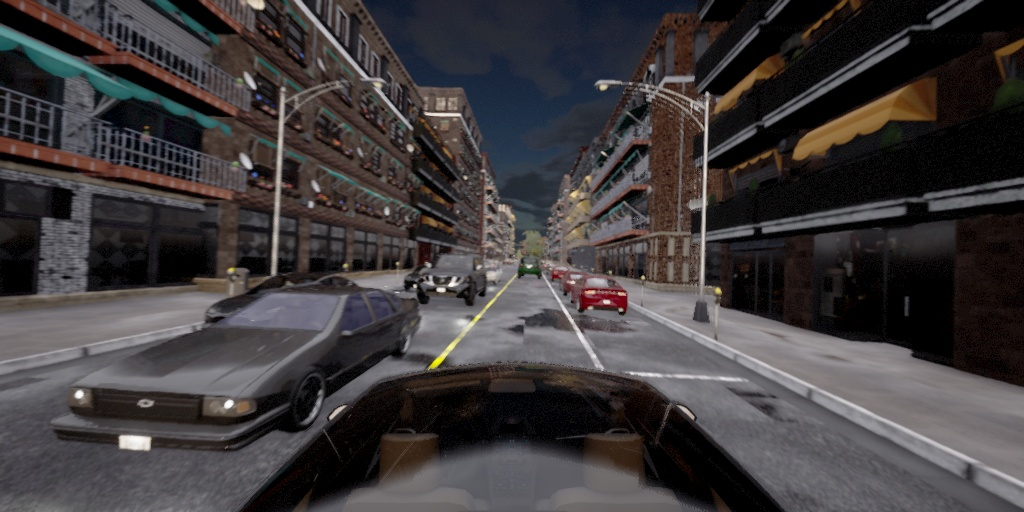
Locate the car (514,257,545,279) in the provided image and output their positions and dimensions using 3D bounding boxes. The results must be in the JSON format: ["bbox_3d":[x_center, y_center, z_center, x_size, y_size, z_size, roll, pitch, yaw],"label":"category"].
[{"bbox_3d":[1.784,1.096,34.791,2.150,2.045,5.566,2,0,6],"label":"car"}]

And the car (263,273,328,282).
[{"bbox_3d":[-5.548,1.123,9.361,1.948,1.339,4.313,0,0,3],"label":"car"}]

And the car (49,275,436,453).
[{"bbox_3d":[-3.007,1.194,5.676,2.033,1.411,5.357,2,0,3],"label":"car"}]

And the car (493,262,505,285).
[{"bbox_3d":[-1.847,1.324,26.224,1.895,1.301,4.718,2,0,3],"label":"car"}]

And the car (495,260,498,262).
[{"bbox_3d":[-3.204,1.150,48.922,1.967,1.591,4.097,0,0,3],"label":"car"}]

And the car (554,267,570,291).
[{"bbox_3d":[3.576,1.499,20.150,1.802,1.307,4.207,0,0,3],"label":"car"}]

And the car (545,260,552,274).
[{"bbox_3d":[4.839,1.552,42.760,2.007,1.370,4.403,0,0,3],"label":"car"}]

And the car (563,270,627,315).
[{"bbox_3d":[3.331,1.444,14.494,1.888,1.381,4.507,0,0,3],"label":"car"}]

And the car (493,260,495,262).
[{"bbox_3d":[-3.520,1.254,43.269,1.948,1.339,4.313,0,0,3],"label":"car"}]

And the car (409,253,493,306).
[{"bbox_3d":[-2.415,0.906,15.926,2.150,2.045,5.566,2,0,4],"label":"car"}]

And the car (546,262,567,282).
[{"bbox_3d":[4.206,1.504,31.454,1.888,1.381,4.507,0,0,3],"label":"car"}]
